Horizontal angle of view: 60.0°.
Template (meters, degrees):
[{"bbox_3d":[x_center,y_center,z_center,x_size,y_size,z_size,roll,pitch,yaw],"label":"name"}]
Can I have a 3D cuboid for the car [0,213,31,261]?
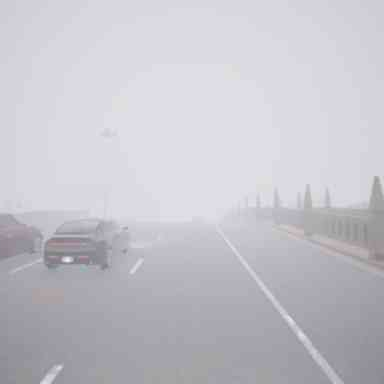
[{"bbox_3d":[-6.902,1.460,11.283,2.097,1.767,4.553,0,-1,0],"label":"car"}]

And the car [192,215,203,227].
[{"bbox_3d":[1.040,5.858,65.887,2.150,2.045,5.566,0,-8,0],"label":"car"}]

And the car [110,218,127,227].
[{"bbox_3d":[-14.018,5.852,63.790,2.128,1.511,4.902,0,-8,0],"label":"car"}]

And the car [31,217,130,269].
[{"bbox_3d":[-3.402,1.616,11.512,1.837,1.490,4.892,0,0,0],"label":"car"}]

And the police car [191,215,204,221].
[{"bbox_3d":[1.041,4.717,56.031,1.930,1.638,5.238,0,-8,0],"label":"police car"}]
